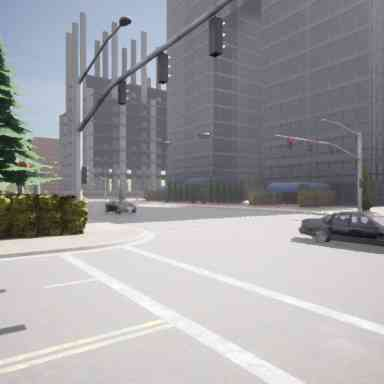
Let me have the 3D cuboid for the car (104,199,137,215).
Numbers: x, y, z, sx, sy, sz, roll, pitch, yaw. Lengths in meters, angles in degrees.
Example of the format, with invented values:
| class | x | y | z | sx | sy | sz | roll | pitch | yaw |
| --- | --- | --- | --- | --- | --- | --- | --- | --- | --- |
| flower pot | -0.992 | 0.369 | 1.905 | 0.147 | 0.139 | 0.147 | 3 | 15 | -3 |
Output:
| class | x | y | z | sx | sy | sz | roll | pitch | yaw |
| --- | --- | --- | --- | --- | --- | --- | --- | --- | --- |
| car | -7.342 | 1.495 | 33.818 | 2.128 | 1.511 | 4.902 | 0 | 0 | -36 |

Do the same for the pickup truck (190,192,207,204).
| class | x | y | z | sx | sy | sz | roll | pitch | yaw |
| --- | --- | --- | --- | --- | --- | --- | --- | --- | --- |
| pickup truck | 1.138 | 1.058 | 62.343 | 2.390 | 2.098 | 6.274 | 0 | 0 | -5 |

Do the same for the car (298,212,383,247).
| class | x | y | z | sx | sy | sz | roll | pitch | yaw |
| --- | --- | --- | --- | --- | --- | --- | --- | --- | --- |
| car | 7.114 | 1.548 | 13.910 | 2.033 | 1.411 | 5.357 | 0 | 0 | -36 |
